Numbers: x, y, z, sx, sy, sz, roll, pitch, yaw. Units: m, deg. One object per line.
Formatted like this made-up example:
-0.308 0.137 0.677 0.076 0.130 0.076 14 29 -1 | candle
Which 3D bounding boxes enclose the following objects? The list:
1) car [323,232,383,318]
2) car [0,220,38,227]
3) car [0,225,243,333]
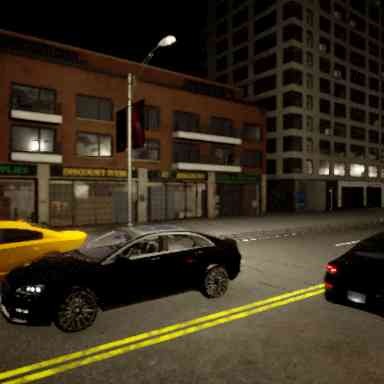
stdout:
4.499 1.507 6.648 4.674 1.442 1.812 0 0 -35 | car
-5.067 1.477 8.053 5.008 1.535 1.882 0 0 -35 | car
-1.135 1.484 6.867 4.902 1.511 2.128 0 0 -35 | car
